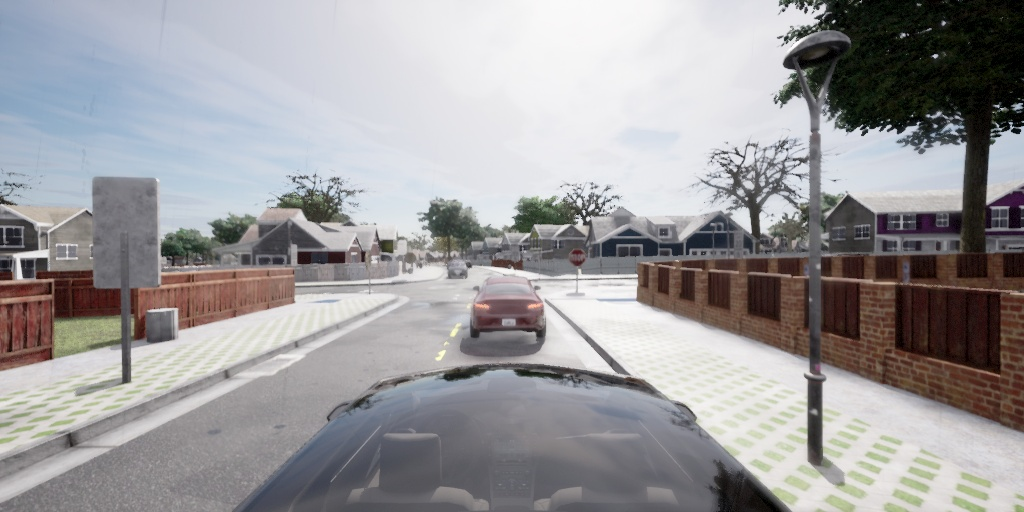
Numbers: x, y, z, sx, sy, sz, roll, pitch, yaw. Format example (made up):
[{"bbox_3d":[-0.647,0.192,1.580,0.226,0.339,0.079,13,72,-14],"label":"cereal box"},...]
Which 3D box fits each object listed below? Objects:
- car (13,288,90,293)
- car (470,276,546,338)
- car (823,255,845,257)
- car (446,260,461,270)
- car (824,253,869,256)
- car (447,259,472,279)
[{"bbox_3d":[-25.938,1.954,19.268,4.718,1.301,1.895,-1,1,-11],"label":"car"},{"bbox_3d":[-0.133,1.276,10.065,1.812,1.442,4.674,0,0,-2],"label":"car"},{"bbox_3d":[16.397,0.888,21.363,4.892,1.490,1.837,-1,0,5],"label":"car"},{"bbox_3d":[-9.823,1.474,60.124,2.128,1.511,4.902,0,0,-13],"label":"car"},{"bbox_3d":[21.459,0.603,23.794,4.553,1.767,2.097,-1,0,7],"label":"car"},{"bbox_3d":[-5.140,1.323,34.331,2.128,1.511,4.902,0,0,-8],"label":"car"}]
